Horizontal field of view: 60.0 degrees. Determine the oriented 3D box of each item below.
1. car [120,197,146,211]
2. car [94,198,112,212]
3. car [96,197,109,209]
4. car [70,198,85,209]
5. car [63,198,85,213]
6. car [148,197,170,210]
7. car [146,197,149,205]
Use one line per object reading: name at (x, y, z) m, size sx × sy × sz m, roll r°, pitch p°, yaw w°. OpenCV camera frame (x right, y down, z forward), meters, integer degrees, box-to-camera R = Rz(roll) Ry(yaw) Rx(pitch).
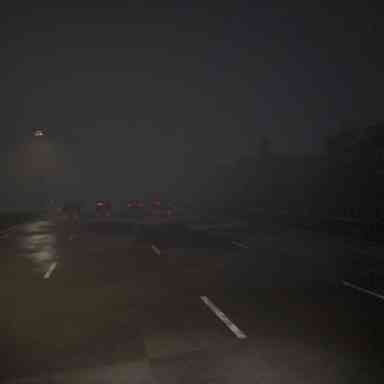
car at (-7.338, 1.583, 41.108) m, size 2.033 × 1.411 × 5.357 m, roll -1°, pitch 0°, yaw -15°
car at (-10.713, 1.586, 40.183) m, size 2.128 × 1.511 × 4.902 m, roll -1°, pitch 0°, yaw -15°
car at (-13.529, 1.625, 50.175) m, size 1.837 × 1.490 × 4.892 m, roll -1°, pitch 0°, yaw -15°
car at (-16.902, 1.685, 49.241) m, size 1.837 × 1.490 × 4.892 m, roll -1°, pitch 0°, yaw -15°
car at (-14.118, 1.646, 39.369) m, size 2.128 × 1.511 × 4.902 m, roll -1°, pitch 0°, yaw -15°
car at (-4.057, 1.503, 42.391) m, size 1.812 × 1.442 × 4.674 m, roll -1°, pitch 0°, yaw -14°
car at (-6.784, 1.507, 52.042) m, size 1.837 × 1.490 × 4.892 m, roll -1°, pitch 0°, yaw -15°
